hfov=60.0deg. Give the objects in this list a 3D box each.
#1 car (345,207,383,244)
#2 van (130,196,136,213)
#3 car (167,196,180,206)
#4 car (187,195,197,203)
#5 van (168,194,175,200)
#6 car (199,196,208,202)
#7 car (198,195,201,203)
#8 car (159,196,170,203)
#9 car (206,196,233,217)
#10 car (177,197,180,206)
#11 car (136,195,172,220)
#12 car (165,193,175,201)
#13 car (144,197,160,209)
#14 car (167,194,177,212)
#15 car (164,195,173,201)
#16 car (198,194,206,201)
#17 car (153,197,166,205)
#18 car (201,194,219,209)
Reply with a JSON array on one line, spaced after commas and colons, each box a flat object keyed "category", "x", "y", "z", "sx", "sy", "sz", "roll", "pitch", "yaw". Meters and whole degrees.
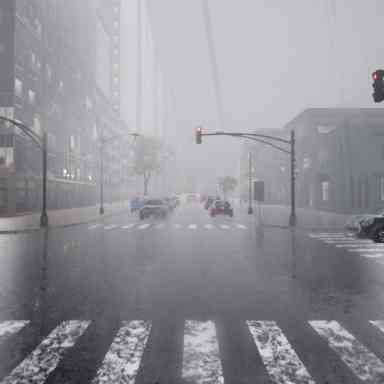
[{"category": "car", "x": 9.270, "y": 1.281, "z": 14.729, "sx": 4.553, "sy": 1.767, "sz": 2.097, "roll": -1, "pitch": -1, "yaw": 1}, {"category": "van", "x": -5.705, "y": 1.347, "z": 36.639, "sx": 1.690, "sy": 1.788, "sz": 3.998, "roll": 1, "pitch": 0, "yaw": 0}, {"category": "car", "x": -3.111, "y": 1.486, "z": 57.031, "sx": 1.882, "sy": 1.535, "sz": 5.008, "roll": 0, "pitch": 0, "yaw": 1}, {"category": "car", "x": 0.040, "y": 1.361, "z": 69.588, "sx": 2.097, "sy": 1.767, "sz": 4.553, "roll": 0, "pitch": 0, "yaw": 0}, {"category": "van", "x": -5.755, "y": 1.352, "z": 93.379, "sx": 1.690, "sy": 1.788, "sz": 3.998, "roll": 1, "pitch": 0, "yaw": 0}, {"category": "car", "x": 2.636, "y": 1.575, "z": 76.403, "sx": 1.947, "sy": 1.339, "sz": 4.313, "roll": 1, "pitch": 0, "yaw": 0}, {"category": "car", "x": 2.650, "y": 1.324, "z": 65.055, "sx": 2.192, "sy": 1.841, "sz": 5.009, "roll": 1, "pitch": 0, "yaw": 0}, {"category": "car", "x": -5.739, "y": 1.575, "z": 70.683, "sx": 1.947, "sy": 1.339, "sz": 4.313, "roll": 1, "pitch": 0, "yaw": 0}, {"category": "car", "x": 2.678, "y": 1.446, "z": 31.011, "sx": 1.967, "sy": 1.590, "sz": 4.097, "roll": 1, "pitch": 0, "yaw": 0}, {"category": "car", "x": -3.131, "y": 1.499, "z": 46.926, "sx": 2.128, "sy": 1.511, "sz": 4.902, "roll": 0, "pitch": 0, "yaw": 0}, {"category": "car", "x": -3.124, "y": 1.357, "z": 28.127, "sx": 2.097, "sy": 1.767, "sz": 4.553, "roll": 0, "pitch": 0, "yaw": 0}, {"category": "car", "x": -5.749, "y": 1.325, "z": 87.705, "sx": 2.192, "sy": 1.841, "sz": 5.009, "roll": 1, "pitch": 0, "yaw": 0}, {"category": "car", "x": -5.718, "y": 1.533, "z": 47.817, "sx": 1.752, "sy": 1.417, "sz": 4.829, "roll": 1, "pitch": 0, "yaw": 0}, {"category": "car", "x": -3.130, "y": 1.358, "z": 37.040, "sx": 2.097, "sy": 1.767, "sz": 4.553, "roll": 0, "pitch": 0, "yaw": 0}, {"category": "car", "x": -5.748, "y": 1.561, "z": 82.031, "sx": 2.008, "sy": 1.369, "sz": 4.403, "roll": 1, "pitch": 0, "yaw": 0}, {"category": "car", "x": 2.628, "y": 1.450, "z": 87.751, "sx": 1.967, "sy": 1.590, "sz": 4.097, "roll": 1, "pitch": 0, "yaw": 0}, {"category": "car", "x": -5.729, "y": 1.590, "z": 59.335, "sx": 1.802, "sy": 1.307, "sz": 4.206, "roll": 1, "pitch": 0, "yaw": 0}, {"category": "car", "x": 2.671, "y": 1.322, "z": 42.359, "sx": 2.192, "sy": 1.841, "sz": 5.009, "roll": 1, "pitch": 0, "yaw": 0}]
